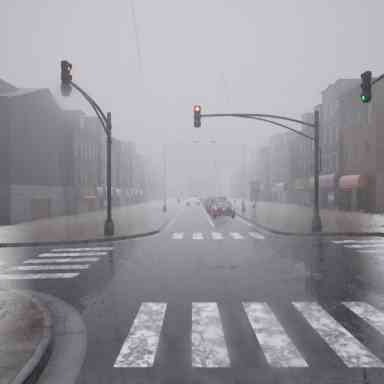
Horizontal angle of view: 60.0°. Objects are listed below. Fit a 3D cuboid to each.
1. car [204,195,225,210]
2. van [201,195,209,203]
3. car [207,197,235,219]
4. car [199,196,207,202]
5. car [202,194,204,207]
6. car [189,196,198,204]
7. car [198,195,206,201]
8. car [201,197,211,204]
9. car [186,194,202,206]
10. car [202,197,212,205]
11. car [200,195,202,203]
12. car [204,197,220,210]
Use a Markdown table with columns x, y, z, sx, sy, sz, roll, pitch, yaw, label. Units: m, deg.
| x | y | z | sx | sy | sz | roll | pitch | yaw | label |
| --- | --- | --- | --- | --- | --- | --- | --- | --- | --- |
| 2.698 | 1.356 | 35.053 | 2.192 | 1.841 | 5.009 | -1 | 0 | 0 | car |
| 2.773 | 1.504 | 72.870 | 1.690 | 1.788 | 3.998 | -1 | 0 | 0 | van |
| 2.688 | 1.470 | 29.651 | 1.967 | 1.590 | 4.097 | -1 | 0 | 0 | car |
| 2.797 | 1.792 | 83.673 | 1.802 | 1.307 | 4.206 | -1 | 0 | 0 | car |
| 2.709 | 1.369 | 40.456 | 2.192 | 1.841 | 5.009 | -1 | 0 | 0 | car |
| 0.239 | 1.654 | 69.618 | 1.837 | 1.490 | 4.892 | 0 | 0 | 0 | car |
| 2.817 | 1.702 | 94.479 | 1.967 | 1.590 | 4.097 | -1 | 0 | 0 | car |
| 2.765 | 1.668 | 67.636 | 1.752 | 1.417 | 4.829 | -1 | 0 | 0 | car |
| 0.221 | 1.330 | 59.453 | 2.150 | 2.045 | 5.566 | 0 | -1 | -1 | car |
| 2.754 | 1.647 | 62.234 | 1.752 | 1.417 | 4.829 | -1 | 0 | 0 | car |
| 2.731 | 1.525 | 51.260 | 1.967 | 1.590 | 4.097 | -1 | 0 | 0 | car |
| 2.721 | 1.509 | 45.857 | 1.967 | 1.590 | 4.097 | -1 | 0 | 0 | car |
